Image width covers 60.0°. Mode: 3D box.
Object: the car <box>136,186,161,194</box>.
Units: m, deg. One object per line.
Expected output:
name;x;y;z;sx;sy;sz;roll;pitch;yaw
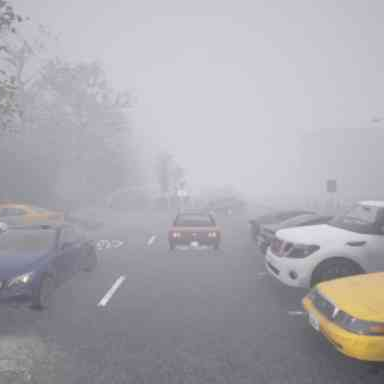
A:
car;-8.859;-0.383;67.707;4.892;1.521;2.231;0;2;0

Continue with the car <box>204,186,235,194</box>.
car;4.253;0.327;42.693;4.792;1.488;2.163;0;1;0

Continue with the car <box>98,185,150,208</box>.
car;-6.791;0.552;32.467;4.553;1.767;2.097;-2;5;-45

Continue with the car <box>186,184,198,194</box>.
car;-0.326;-0.457;69.349;2.033;1.411;5.357;0;3;0

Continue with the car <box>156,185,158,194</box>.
car;-9.047;0.010;56.559;5.366;1.575;1.946;0;1;0

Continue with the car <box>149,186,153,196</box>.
car;-8.888;0.180;50.974;4.792;1.488;2.163;0;1;0

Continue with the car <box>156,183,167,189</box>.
car;-8.875;-0.917;78.719;5.008;1.535;2.097;0;3;0

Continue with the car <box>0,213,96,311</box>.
car;-3.592;1.453;7.734;1.812;1.442;4.674;0;1;0

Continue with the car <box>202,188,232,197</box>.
car;4.225;0.014;56.622;4.892;1.521;2.231;0;2;0

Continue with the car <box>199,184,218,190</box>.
car;4.236;-1.389;87.247;4.792;1.488;2.163;0;4;0

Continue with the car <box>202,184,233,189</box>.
car;4.191;0.078;48.259;4.553;1.767;2.185;0;1;0

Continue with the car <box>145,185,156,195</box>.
car;-9.046;0.083;53.765;5.366;1.575;1.946;0;1;0

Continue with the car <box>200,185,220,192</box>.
car;4.208;-0.885;78.896;4.674;1.452;2.002;0;3;0

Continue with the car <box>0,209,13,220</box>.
car;-8.523;1.414;10.107;4.792;1.488;2.163;0;1;0

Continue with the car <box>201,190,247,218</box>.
car;2.635;0.987;25.262;1.837;1.490;4.892;3;5;30

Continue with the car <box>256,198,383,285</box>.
car;4.502;1.160;7.338;5.566;2.045;2.435;0;1;0

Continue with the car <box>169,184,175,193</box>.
car;-3.828;-0.835;73.983;2.097;1.767;4.553;0;3;0

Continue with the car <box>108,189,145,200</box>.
car;-8.859;0.293;45.278;4.674;1.452;2.002;0;1;0

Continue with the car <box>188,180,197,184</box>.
car;-0.331;-1.414;83.037;2.097;1.767;4.553;0;4;0

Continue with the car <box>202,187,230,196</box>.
car;4.247;-0.040;59.401;4.792;1.488;2.163;0;2;0

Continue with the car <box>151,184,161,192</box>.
car;-8.858;-0.162;62.004;5.008;1.535;2.097;0;2;0

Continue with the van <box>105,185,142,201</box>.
van;-8.729;0.074;42.600;4.442;1.987;1.878;1;1;0

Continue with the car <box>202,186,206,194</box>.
car;4.194;0.281;45.476;4.792;1.488;2.163;0;1;0

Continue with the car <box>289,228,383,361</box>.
car;4.348;1.434;4.563;5.366;1.575;1.946;0;1;0

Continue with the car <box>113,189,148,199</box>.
car;-8.861;0.246;48.063;4.674;1.452;2.002;0;1;0

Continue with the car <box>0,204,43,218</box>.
car;-8.587;1.235;12.751;4.553;1.767;2.185;0;1;0

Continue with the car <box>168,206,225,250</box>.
car;0.086;1.473;13.629;1.895;1.301;4.718;0;1;0

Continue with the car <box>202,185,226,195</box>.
car;4.247;-0.397;64.973;4.553;1.767;2.185;0;2;0

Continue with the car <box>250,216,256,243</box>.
car;4.522;1.385;10.116;5.008;1.535;2.097;0;1;0

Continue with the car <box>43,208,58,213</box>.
car;-8.554;1.334;15.523;5.008;1.535;2.097;0;1;0

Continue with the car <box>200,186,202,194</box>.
car;4.226;0.150;51.040;5.008;1.535;2.097;0;1;0

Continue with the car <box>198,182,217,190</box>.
car;4.191;-0.165;53.827;5.566;2.045;2.435;0;1;0

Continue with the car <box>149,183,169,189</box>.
car;-9.060;-1.785;92.756;5.366;1.575;1.946;0;4;0

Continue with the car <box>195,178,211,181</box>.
car;4.177;-2.034;92.785;5.566;2.045;2.435;0;4;0

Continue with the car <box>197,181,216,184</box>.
car;4.213;-1.246;84.463;5.008;1.535;2.097;0;3;0
